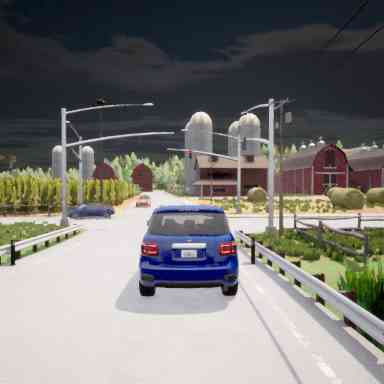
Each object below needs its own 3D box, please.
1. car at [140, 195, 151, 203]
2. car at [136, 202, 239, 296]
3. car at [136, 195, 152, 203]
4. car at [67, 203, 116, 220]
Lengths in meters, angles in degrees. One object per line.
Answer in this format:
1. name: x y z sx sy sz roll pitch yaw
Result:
1. car: -8.847 1.243 63.375 1.994 1.385 4.181 0 1 -7
2. car: -0.106 1.367 9.096 2.150 2.045 5.566 0 -2 -1
3. car: -6.819 1.287 47.202 2.097 1.767 4.553 0 1 -7
4. car: -9.331 1.725 30.427 4.674 1.442 1.812 0 2 -29
